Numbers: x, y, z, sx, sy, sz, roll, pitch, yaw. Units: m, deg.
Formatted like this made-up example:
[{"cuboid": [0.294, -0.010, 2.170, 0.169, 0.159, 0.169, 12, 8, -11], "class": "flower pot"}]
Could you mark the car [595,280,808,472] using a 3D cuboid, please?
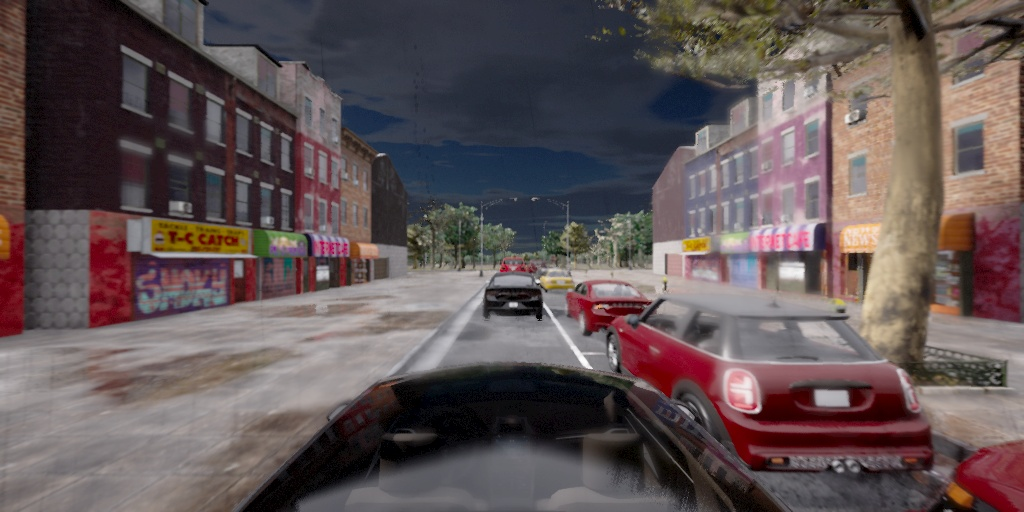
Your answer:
[{"cuboid": [2.638, 1.208, 4.892, 1.967, 1.591, 4.097, 0, 0, 0], "class": "car"}]

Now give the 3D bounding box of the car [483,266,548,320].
[{"cuboid": [0.029, 1.292, 12.951, 1.882, 1.535, 5.008, 0, 0, 0], "class": "car"}]

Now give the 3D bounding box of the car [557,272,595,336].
[{"cuboid": [2.639, 1.345, 10.438, 1.888, 1.381, 4.507, 0, 0, 0], "class": "car"}]

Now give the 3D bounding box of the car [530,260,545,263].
[{"cuboid": [2.641, 1.305, 38.162, 2.192, 1.841, 5.009, 0, 0, 0], "class": "car"}]

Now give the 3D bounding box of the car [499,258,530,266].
[{"cuboid": [0.105, 1.157, 30.714, 2.150, 2.045, 5.566, 0, 0, 0], "class": "car"}]

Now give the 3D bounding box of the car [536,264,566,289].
[{"cuboid": [2.640, 1.394, 21.697, 1.751, 1.417, 4.829, 0, 0, 0], "class": "car"}]

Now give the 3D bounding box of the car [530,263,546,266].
[{"cuboid": [2.640, 1.460, 27.071, 2.007, 1.370, 4.403, 0, 0, 0], "class": "car"}]
